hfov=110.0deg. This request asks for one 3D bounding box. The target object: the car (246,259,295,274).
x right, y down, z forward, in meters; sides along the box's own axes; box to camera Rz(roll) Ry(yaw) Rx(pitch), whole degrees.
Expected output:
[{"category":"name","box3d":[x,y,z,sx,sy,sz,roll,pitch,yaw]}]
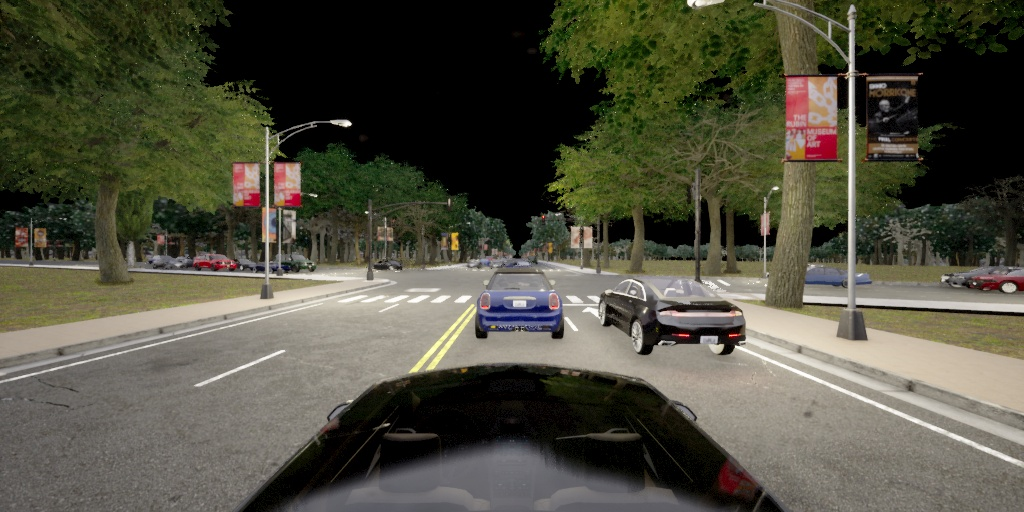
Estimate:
[{"category":"car","box3d":[-25.986,1.227,38.582,4.718,1.301,1.895,0,0,27]}]

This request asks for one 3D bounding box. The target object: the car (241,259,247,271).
[{"category":"car","box3d":[-34.646,1.077,46.039,4.892,1.490,1.837,0,0,24]}]

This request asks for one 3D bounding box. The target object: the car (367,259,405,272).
[{"category":"car","box3d":[-15.812,1.160,44.968,4.892,1.490,1.837,0,3,15]}]

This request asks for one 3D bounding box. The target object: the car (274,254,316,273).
[{"category":"car","box3d":[-25.489,0.843,41.939,5.566,2.045,2.150,0,0,24]}]

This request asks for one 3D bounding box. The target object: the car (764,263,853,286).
[{"category":"car","box3d":[22.639,1.375,27.702,4.902,1.511,2.128,0,0,26]}]

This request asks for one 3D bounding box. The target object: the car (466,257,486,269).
[{"category":"car","box3d":[-5.703,1.251,54.716,2.128,1.511,4.902,0,0,4]}]

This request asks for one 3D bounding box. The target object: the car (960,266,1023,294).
[{"category":"car","box3d":[30.327,1.417,20.713,5.008,1.535,1.882,0,0,24]}]

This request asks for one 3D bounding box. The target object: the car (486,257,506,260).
[{"category":"car","box3d":[-2.347,1.250,53.081,2.128,1.511,4.902,0,0,0]}]

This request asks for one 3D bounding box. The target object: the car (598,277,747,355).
[{"category":"car","box3d":[3.438,1.242,8.656,2.128,1.511,4.902,0,0,0]}]

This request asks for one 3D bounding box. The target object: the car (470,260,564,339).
[{"category":"car","box3d":[0.204,1.103,10.247,2.097,1.767,4.553,0,0,1]}]

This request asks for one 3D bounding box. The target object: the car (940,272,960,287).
[{"category":"car","box3d":[31.849,1.432,23.591,4.902,1.511,2.128,0,0,24]}]

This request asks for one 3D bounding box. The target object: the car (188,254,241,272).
[{"category":"car","box3d":[-35.575,0.797,42.886,5.566,2.045,2.150,0,0,24]}]

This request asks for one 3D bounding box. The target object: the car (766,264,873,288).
[{"category":"car","box3d":[21.171,1.430,24.834,5.357,1.411,2.033,0,0,21]}]
